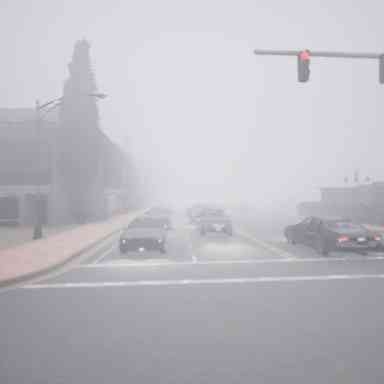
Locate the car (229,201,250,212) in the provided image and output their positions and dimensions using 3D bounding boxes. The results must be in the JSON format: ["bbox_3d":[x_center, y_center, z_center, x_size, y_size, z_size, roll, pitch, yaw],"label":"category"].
[{"bbox_3d":[7.042,2.215,47.941,1.994,1.385,4.181,-1,-1,-3],"label":"car"}]

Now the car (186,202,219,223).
[{"bbox_3d":[0.817,1.798,29.644,2.097,1.767,4.553,-1,-1,-3],"label":"car"}]

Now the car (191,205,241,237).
[{"bbox_3d":[1.309,1.792,20.452,2.128,1.511,4.902,-1,-1,-3],"label":"car"}]

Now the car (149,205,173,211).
[{"bbox_3d":[-2.424,1.887,24.767,1.882,1.535,5.008,-1,-1,-3],"label":"car"}]

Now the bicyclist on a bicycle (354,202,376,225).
[{"bbox_3d":[12.103,1.480,23.256,1.656,1.620,0.582,-6,-1,-3],"label":"bicyclist on a bicycle"}]

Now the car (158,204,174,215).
[{"bbox_3d":[-3.430,2.315,44.095,1.895,1.301,4.718,-1,-1,-3],"label":"car"}]

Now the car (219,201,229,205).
[{"bbox_3d":[3.510,2.190,48.385,2.128,1.511,4.902,-1,-1,-3],"label":"car"}]

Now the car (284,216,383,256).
[{"bbox_3d":[5.550,1.699,13.788,2.033,1.411,5.357,-1,-1,-5],"label":"car"}]

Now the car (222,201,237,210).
[{"bbox_3d":[6.468,2.285,57.858,1.882,1.535,5.008,-1,-1,-3],"label":"car"}]

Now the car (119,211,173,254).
[{"bbox_3d":[-1.951,1.806,15.142,2.033,1.411,5.357,-1,-1,-1],"label":"car"}]

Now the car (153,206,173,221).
[{"bbox_3d":[-2.920,2.157,34.033,1.895,1.301,4.718,-1,-1,-3],"label":"car"}]

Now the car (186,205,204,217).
[{"bbox_3d":[0.300,2.202,39.525,1.895,1.301,4.718,-1,-1,-3],"label":"car"}]

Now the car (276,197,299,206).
[{"bbox_3d":[20.131,1.969,68.637,3.866,1.878,1.905,-1,-1,-5],"label":"car"}]

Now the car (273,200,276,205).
[{"bbox_3d":[19.956,2.012,71.526,4.605,1.855,1.932,-1,-1,-5],"label":"car"}]
